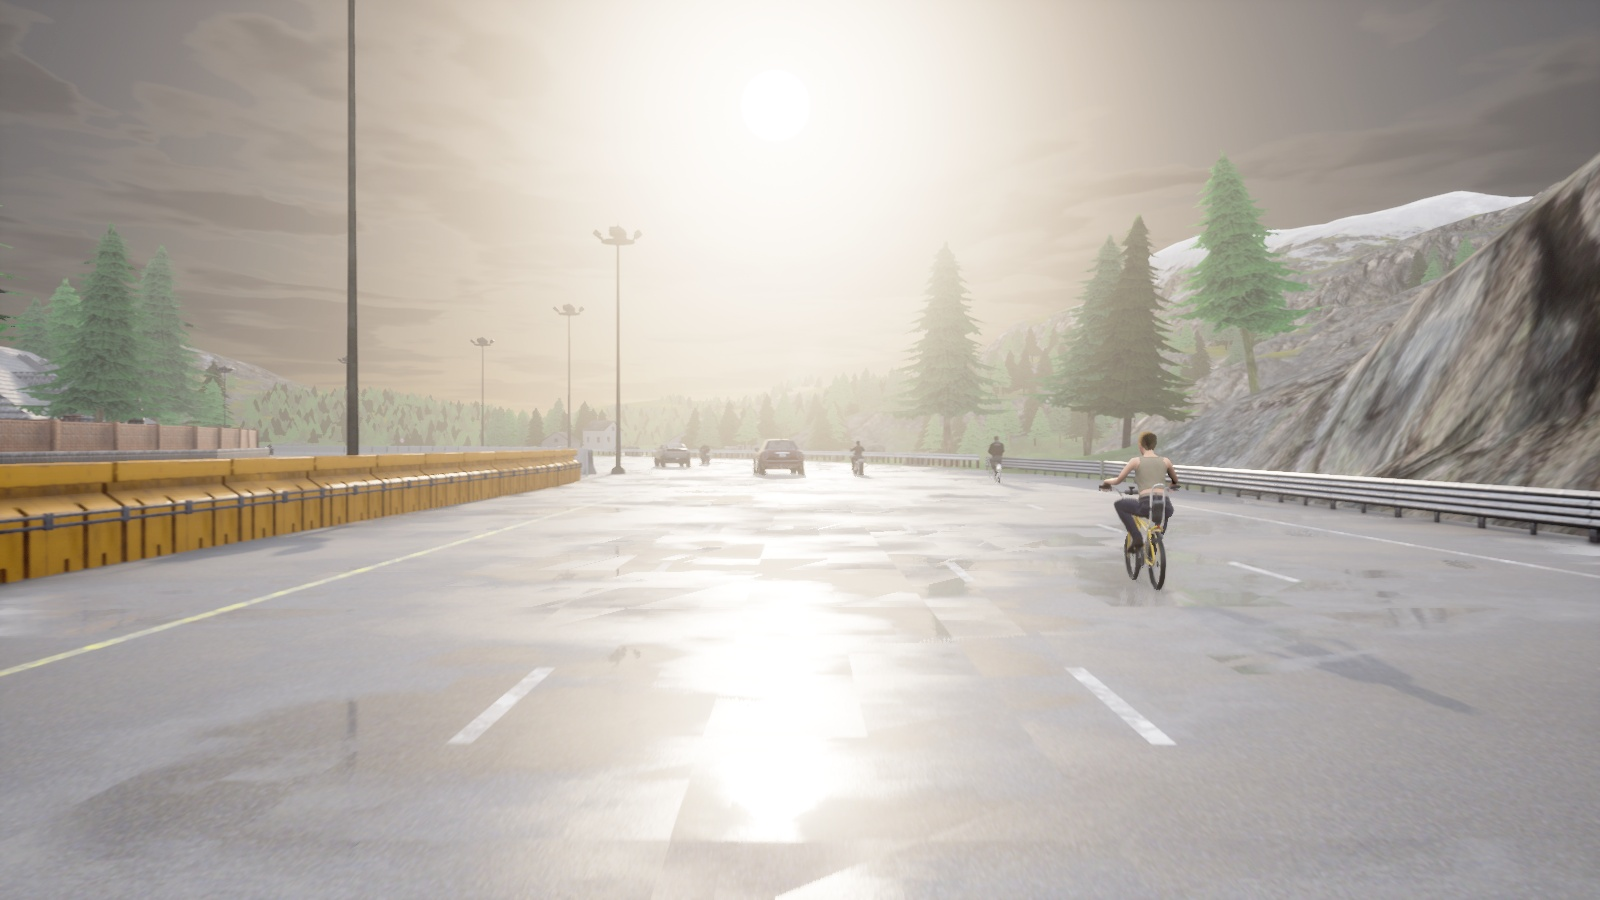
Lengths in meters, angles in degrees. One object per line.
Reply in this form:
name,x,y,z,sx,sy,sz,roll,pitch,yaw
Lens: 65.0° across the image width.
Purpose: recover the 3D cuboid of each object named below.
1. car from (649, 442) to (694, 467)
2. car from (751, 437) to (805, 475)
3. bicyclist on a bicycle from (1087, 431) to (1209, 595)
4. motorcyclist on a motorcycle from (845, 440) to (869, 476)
car,-7.999,0.257,77.993,2.128,1.511,4.902,0,0,-14
car,-1.096,0.266,59.881,2.097,1.767,4.553,0,0,-7
bicyclist on a bicycle,3.587,0.612,13.077,0.866,1.612,1.509,0,0,1
motorcyclist on a motorcycle,2.643,0.370,58.363,0.766,1.649,2.350,-1,0,-7
